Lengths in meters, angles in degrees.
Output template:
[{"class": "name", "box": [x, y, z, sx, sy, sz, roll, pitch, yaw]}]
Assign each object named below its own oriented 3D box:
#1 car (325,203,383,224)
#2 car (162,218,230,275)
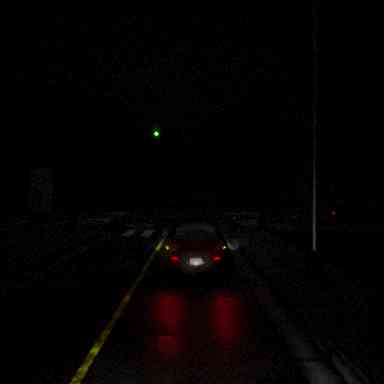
[{"class": "car", "box": [12.524, 1.530, 23.889, 5.357, 1.411, 2.033, 0, 0, 7]}, {"class": "car", "box": [0.097, 1.533, 10.403, 1.812, 1.442, 4.674, 0, 0, 0]}]
